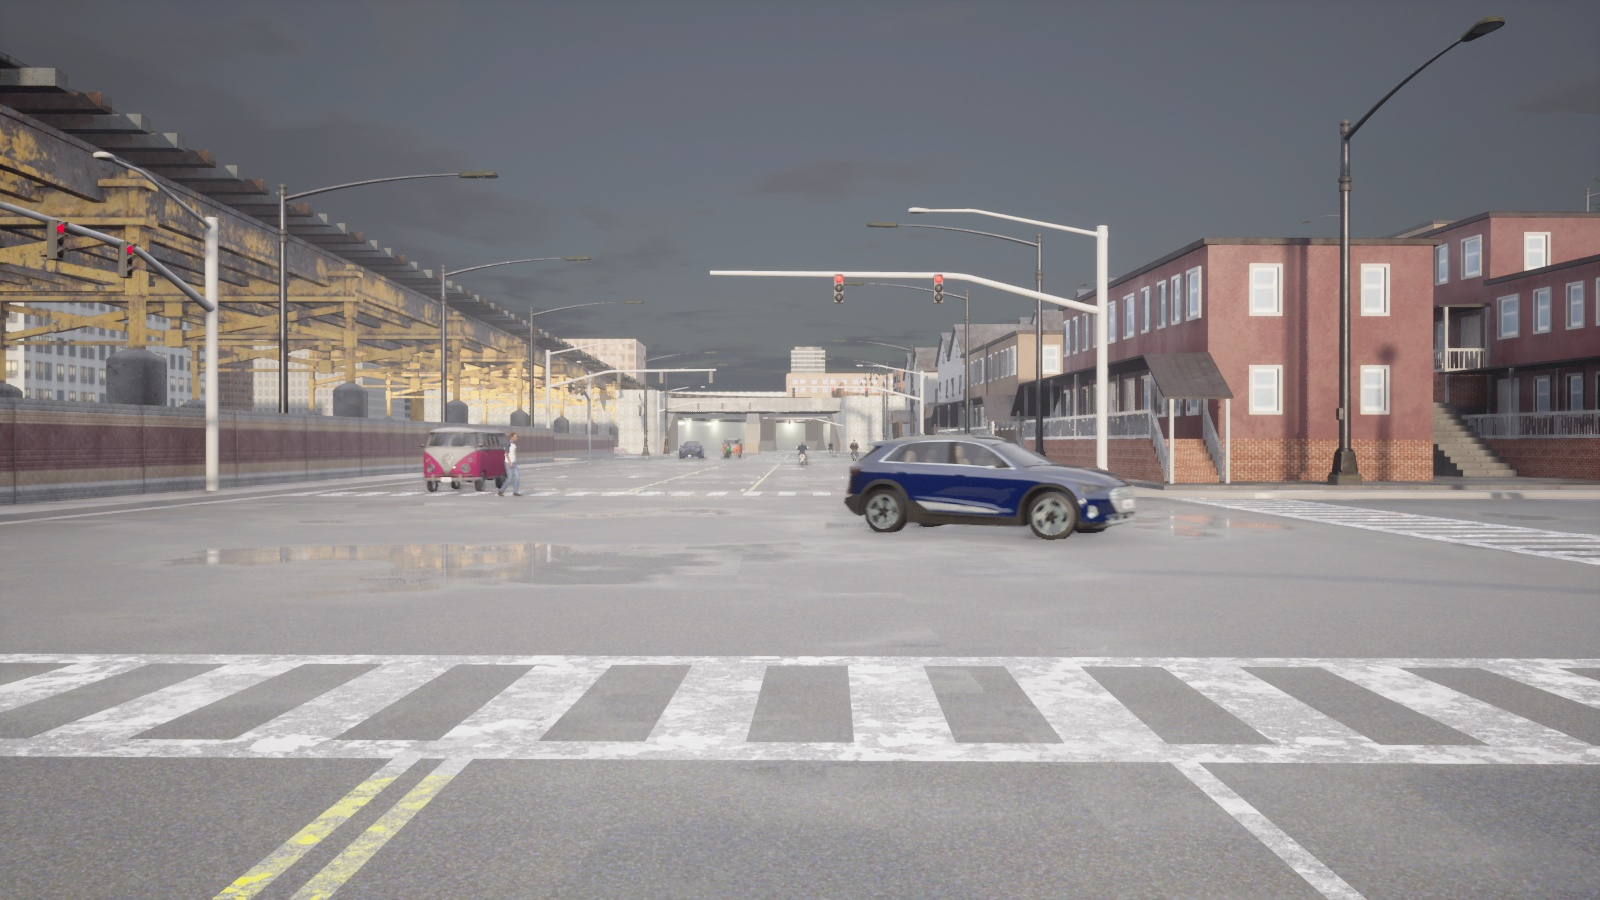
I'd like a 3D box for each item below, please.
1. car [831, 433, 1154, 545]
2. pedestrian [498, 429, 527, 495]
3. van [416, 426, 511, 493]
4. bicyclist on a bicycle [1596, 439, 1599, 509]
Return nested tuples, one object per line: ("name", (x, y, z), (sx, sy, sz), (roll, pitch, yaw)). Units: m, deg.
("car", (3.116, 0.562, 20.734), (4.856, 1.649, 2.033), (0, 1, 33))
("pedestrian", (-7.997, 0.328, 34.899), (0.706, 1.836, 0.354), (0, 0, 18))
("van", (-10.421, 0.271, 39.240), (1.775, 1.987, 4.442), (0, 0, 0))
("bicyclist on a bicycle", (19.281, 0.552, 28.819), (1.656, 1.620, 0.582), (0, 0, 0))
